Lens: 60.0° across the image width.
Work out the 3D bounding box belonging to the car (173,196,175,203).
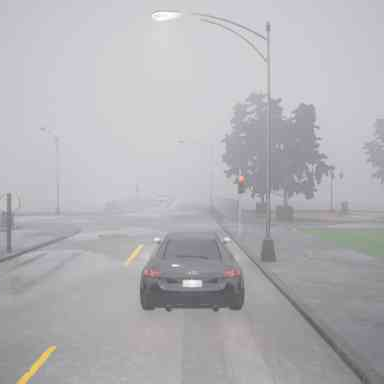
[{"bbox_3d":[-4.557,1.547,61.290,2.033,1.411,5.357,0,0,0],"label":"car"}]

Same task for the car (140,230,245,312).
[{"bbox_3d":[0.001,1.564,7.801,1.994,1.385,4.181,0,0,0],"label":"car"}]

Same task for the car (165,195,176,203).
[{"bbox_3d":[-4.577,1.525,71.510,2.128,1.511,4.902,0,0,0],"label":"car"}]

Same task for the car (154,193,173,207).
[{"bbox_3d":[-4.511,1.221,51.016,2.150,2.045,5.566,0,0,-1],"label":"car"}]
